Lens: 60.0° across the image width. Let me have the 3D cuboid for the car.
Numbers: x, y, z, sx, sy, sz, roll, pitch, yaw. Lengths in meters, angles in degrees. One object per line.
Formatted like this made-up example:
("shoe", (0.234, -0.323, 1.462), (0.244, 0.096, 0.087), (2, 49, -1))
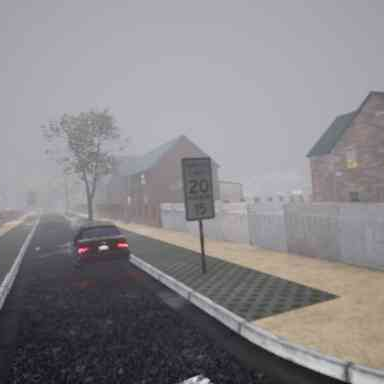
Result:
("car", (-3.641, 1.883, 12.833), (2.033, 1.411, 5.357), (-4, 0, -20))
